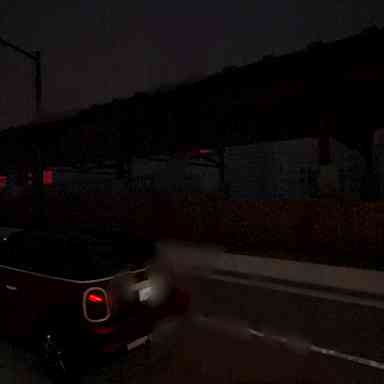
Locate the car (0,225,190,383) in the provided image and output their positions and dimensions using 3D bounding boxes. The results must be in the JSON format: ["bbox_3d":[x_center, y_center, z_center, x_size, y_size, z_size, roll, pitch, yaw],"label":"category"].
[{"bbox_3d":[-2.319,1.369,5.647,4.553,1.767,2.097,0,0,36],"label":"car"}]
